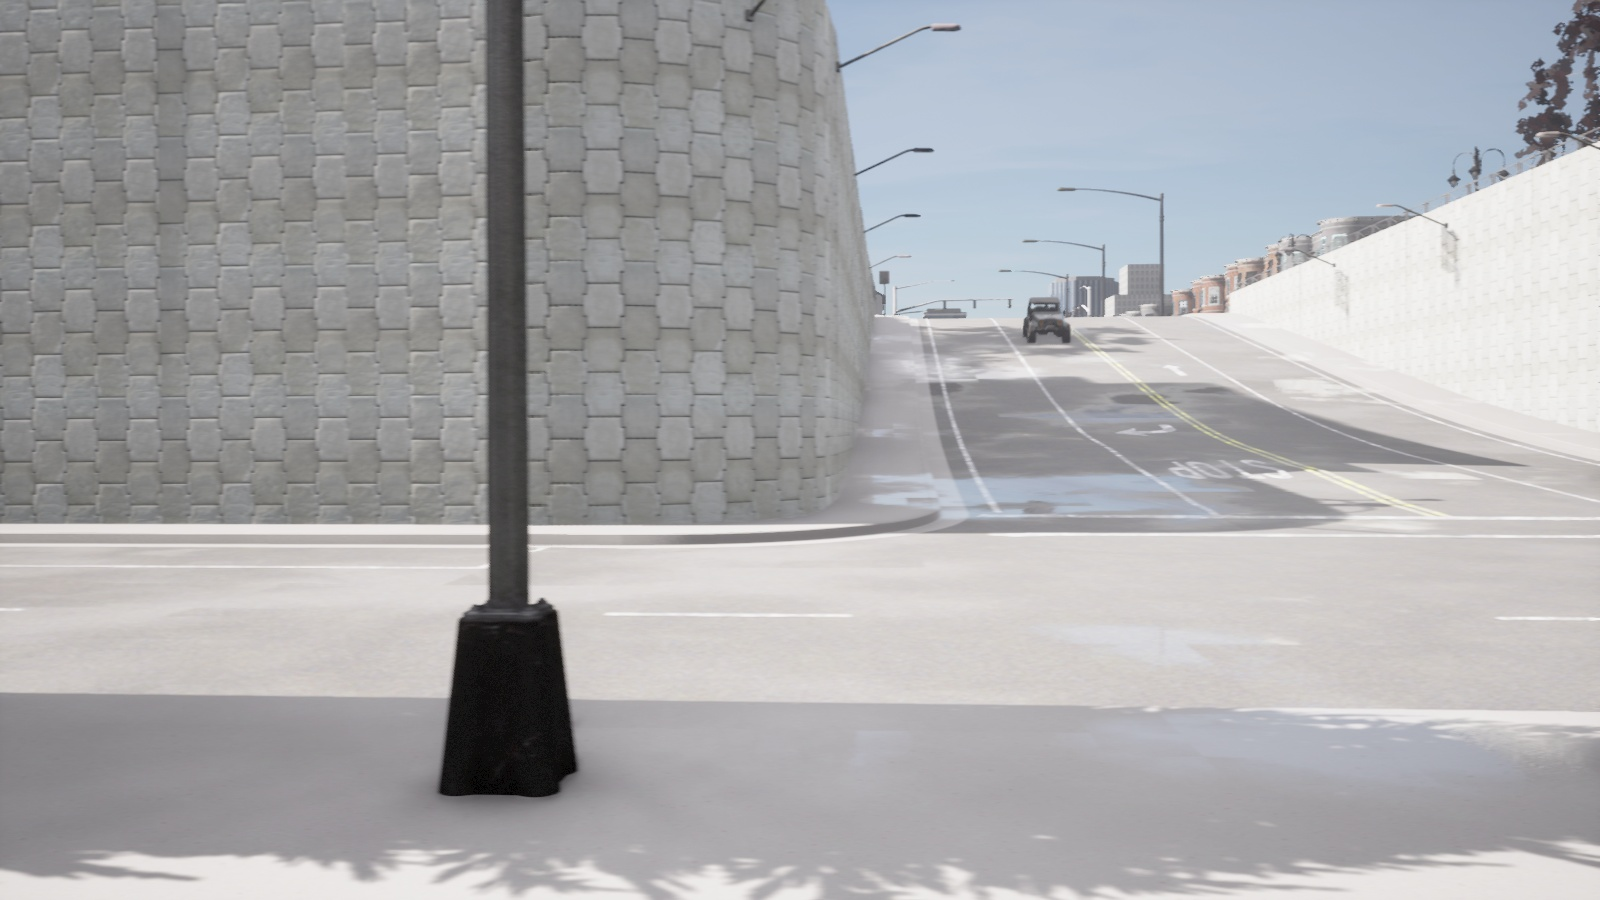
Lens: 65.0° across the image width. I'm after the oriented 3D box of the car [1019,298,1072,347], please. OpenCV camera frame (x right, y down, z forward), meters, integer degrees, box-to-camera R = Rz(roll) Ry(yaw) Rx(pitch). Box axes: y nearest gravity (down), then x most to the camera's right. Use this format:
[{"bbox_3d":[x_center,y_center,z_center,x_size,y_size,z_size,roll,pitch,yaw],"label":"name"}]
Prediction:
[{"bbox_3d":[11.359,-5.960,58.349,1.905,1.878,3.866,0,12,4],"label":"car"}]
